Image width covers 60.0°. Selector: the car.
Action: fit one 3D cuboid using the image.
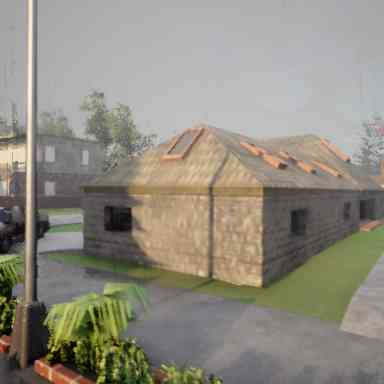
[{"bbox_3d":[-6.929,1.273,12.264,2.033,1.415,5.357,1,0,-4],"label":"car"}]
